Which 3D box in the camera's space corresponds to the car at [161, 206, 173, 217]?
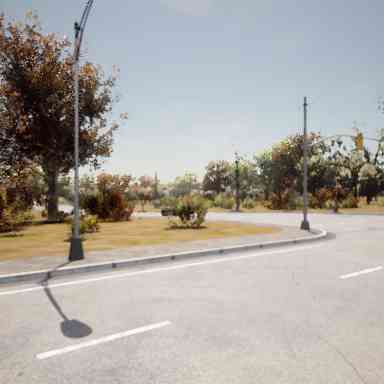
[{"bbox_3d":[-1.793,2.271,39.041,1.895,1.301,4.718,0,-3,-33],"label":"car"}]
